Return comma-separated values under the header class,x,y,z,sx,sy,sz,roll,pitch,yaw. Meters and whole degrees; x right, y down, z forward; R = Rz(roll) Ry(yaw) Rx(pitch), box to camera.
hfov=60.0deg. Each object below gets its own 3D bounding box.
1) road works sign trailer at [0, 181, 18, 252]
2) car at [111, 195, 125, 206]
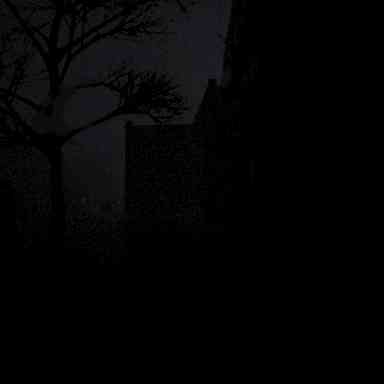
class,x,y,z,sx,sy,sz,roll,pitch,yaw
road works sign trailer,-7.743,0.942,10.855,3.560,2.380,2.880,-4,2,-9
car,-13.153,1.613,63.206,2.150,2.045,5.566,1,0,19
